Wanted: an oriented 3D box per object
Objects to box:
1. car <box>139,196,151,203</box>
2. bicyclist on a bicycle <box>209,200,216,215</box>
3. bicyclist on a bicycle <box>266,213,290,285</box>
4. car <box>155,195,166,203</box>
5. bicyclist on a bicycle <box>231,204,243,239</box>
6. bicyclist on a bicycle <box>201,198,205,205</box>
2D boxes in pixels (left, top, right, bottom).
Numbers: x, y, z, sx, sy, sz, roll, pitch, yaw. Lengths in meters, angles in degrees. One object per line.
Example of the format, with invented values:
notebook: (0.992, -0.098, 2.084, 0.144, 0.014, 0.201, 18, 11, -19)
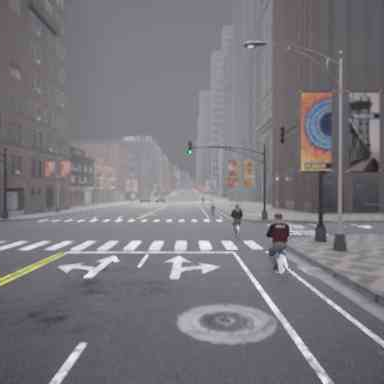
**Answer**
car: (-9.865, 1.614, 70.247, 1.994, 1.385, 4.181, 0, 0, 0)
bicyclist on a bicycle: (2.194, 1.660, 34.944, 0.866, 1.612, 1.509, 0, 0, 0)
bicyclist on a bicycle: (2.237, 1.423, 8.801, 0.659, 1.776, 1.843, 0, 0, 0)
car: (-6.615, 1.562, 70.253, 1.837, 1.490, 4.892, 0, 0, 0)
bicyclist on a bicycle: (2.225, 1.474, 16.625, 0.659, 1.776, 1.843, 0, 0, 0)
bicyclist on a bicycle: (2.143, 1.784, 64.731, 0.659, 1.776, 1.843, 0, 0, 0)
